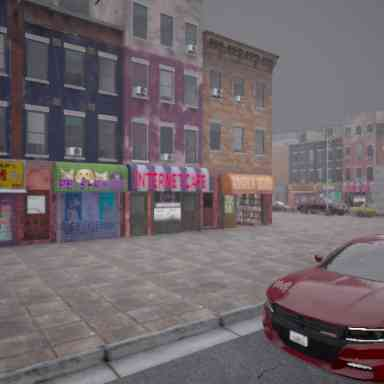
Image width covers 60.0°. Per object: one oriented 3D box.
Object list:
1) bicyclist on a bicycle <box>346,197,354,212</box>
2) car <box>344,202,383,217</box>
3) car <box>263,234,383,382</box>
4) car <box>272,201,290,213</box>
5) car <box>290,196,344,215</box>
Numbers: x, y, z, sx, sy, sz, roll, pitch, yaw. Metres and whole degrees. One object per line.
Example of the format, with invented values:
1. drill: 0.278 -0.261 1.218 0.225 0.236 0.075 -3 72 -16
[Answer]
1. bicyclist on a bicycle: 17.464 1.373 36.715 1.656 1.620 0.582 0 0 -35
2. car: 16.174 1.572 28.799 1.752 1.417 4.829 0 0 -35
3. car: 3.305 1.479 5.429 5.008 1.535 1.882 0 0 -36
4. car: 9.744 1.657 37.815 1.802 1.307 4.206 0 0 -35
5. car: 12.909 1.376 33.377 2.192 1.841 5.009 0 0 -35
